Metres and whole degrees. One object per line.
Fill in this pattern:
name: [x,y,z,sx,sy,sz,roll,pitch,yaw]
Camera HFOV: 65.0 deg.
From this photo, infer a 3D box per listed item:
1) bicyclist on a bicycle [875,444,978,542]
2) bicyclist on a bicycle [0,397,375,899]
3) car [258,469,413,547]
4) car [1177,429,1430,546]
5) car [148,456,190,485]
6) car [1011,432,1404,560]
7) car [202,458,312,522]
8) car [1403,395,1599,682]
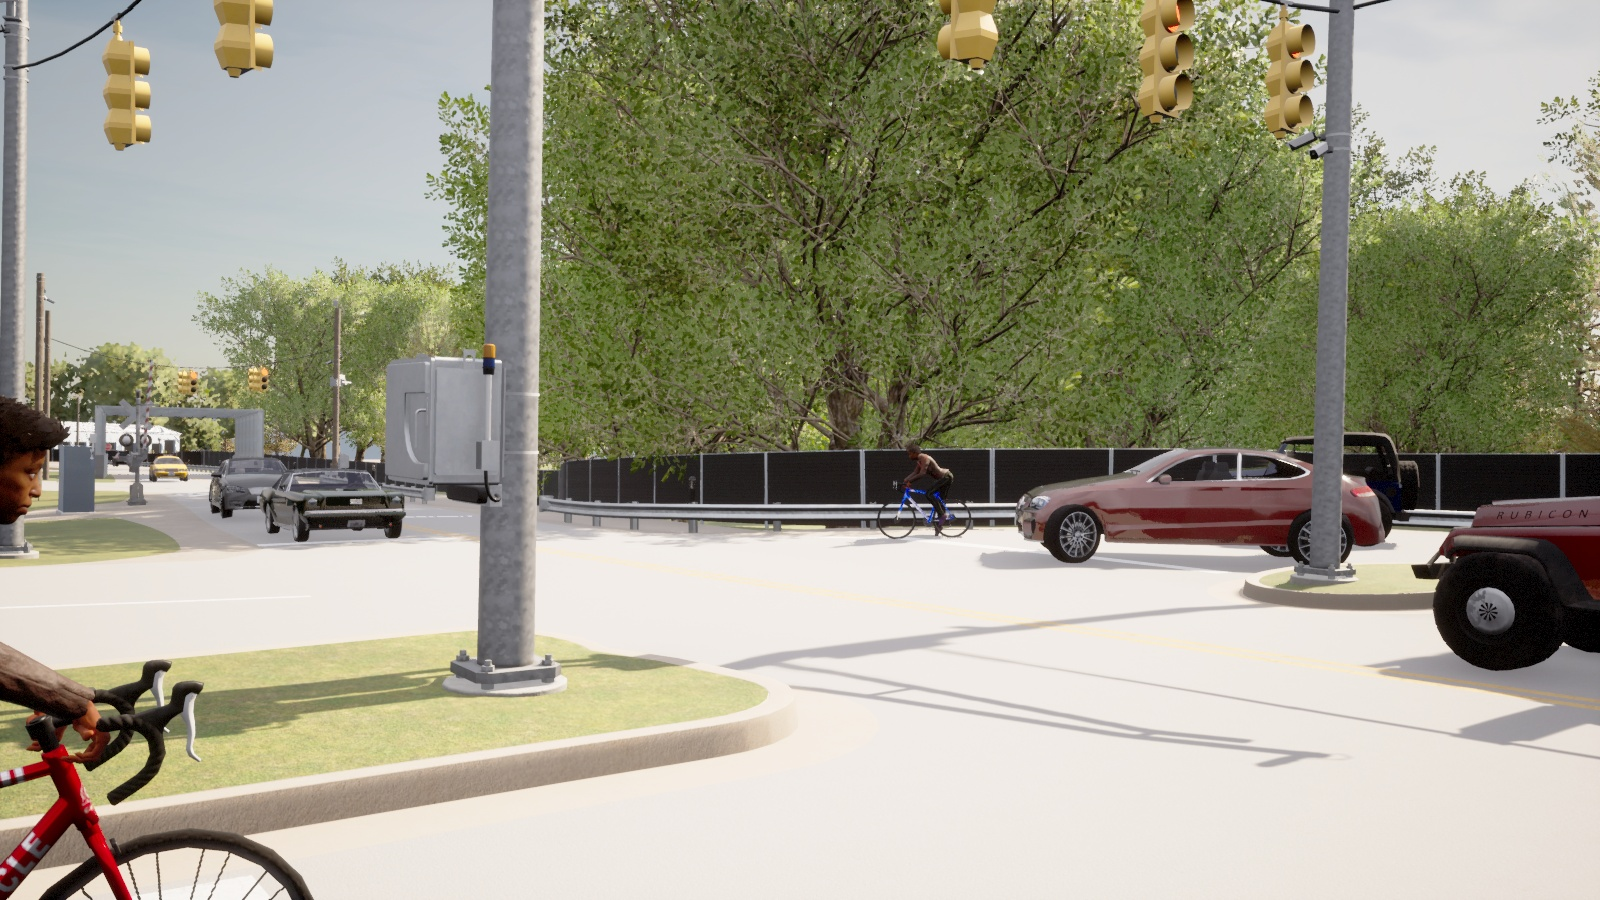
bicyclist on a bicycle: [2.176,0.723,21.665,1.656,1.620,0.582,-1,1,-3]
bicyclist on a bicycle: [-1.752,0.713,2.437,1.656,1.620,0.582,0,0,-36]
car: [-9.032,1.044,24.163,1.895,1.301,4.718,0,0,-32]
car: [8.581,0.580,21.696,3.866,1.878,1.905,1,1,19]
car: [-36.318,1.148,72.194,1.801,1.575,5.366,0,0,-30]
car: [5.658,0.594,18.098,5.027,1.651,2.152,1,1,6]
car: [-14.216,0.970,32.715,2.128,1.511,4.902,0,0,-30]
car: [6.358,0.580,8.264,1.905,1.878,3.866,1,-1,-35]
